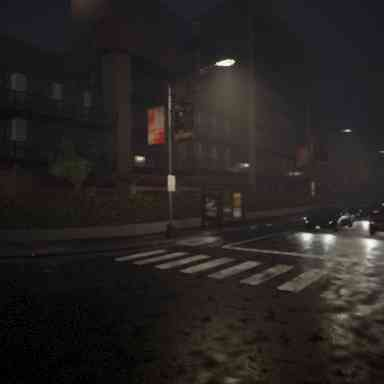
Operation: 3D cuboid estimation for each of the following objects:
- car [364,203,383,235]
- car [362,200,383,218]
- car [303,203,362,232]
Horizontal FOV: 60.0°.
[{"bbox_3d":[11.027,1.534,18.083,1.812,1.442,4.674,-1,-1,39],"label":"car"},{"bbox_3d":[14.543,1.605,28.066,1.994,1.385,4.181,-1,-1,40],"label":"car"},{"bbox_3d":[8.759,1.605,20.857,2.033,1.411,5.357,-1,-1,39],"label":"car"}]
